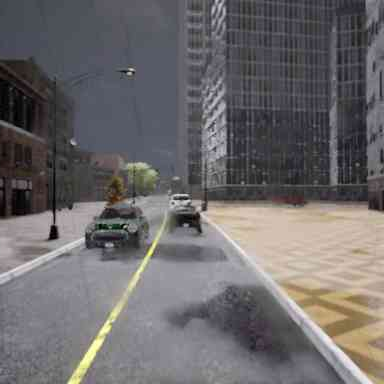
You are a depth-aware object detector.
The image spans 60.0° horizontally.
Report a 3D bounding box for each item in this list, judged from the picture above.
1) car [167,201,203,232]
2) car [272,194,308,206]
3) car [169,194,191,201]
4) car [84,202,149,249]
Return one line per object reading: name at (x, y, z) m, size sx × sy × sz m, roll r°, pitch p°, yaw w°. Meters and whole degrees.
car at (-0.410, 1.529, 20.201) m, size 1.837 × 1.490 × 4.892 m, roll 0°, pitch 1°, yaw -2°
car at (14.069, 1.231, 47.876) m, size 5.009 × 1.841 × 2.192 m, roll 0°, pitch -1°, yaw 15°
car at (-1.243, 1.260, 34.976) m, size 2.150 × 2.045 × 5.566 m, roll 0°, pitch 0°, yaw -4°
car at (-3.096, 1.368, 14.484) m, size 2.097 × 1.767 × 4.553 m, roll 0°, pitch 0°, yaw -2°
